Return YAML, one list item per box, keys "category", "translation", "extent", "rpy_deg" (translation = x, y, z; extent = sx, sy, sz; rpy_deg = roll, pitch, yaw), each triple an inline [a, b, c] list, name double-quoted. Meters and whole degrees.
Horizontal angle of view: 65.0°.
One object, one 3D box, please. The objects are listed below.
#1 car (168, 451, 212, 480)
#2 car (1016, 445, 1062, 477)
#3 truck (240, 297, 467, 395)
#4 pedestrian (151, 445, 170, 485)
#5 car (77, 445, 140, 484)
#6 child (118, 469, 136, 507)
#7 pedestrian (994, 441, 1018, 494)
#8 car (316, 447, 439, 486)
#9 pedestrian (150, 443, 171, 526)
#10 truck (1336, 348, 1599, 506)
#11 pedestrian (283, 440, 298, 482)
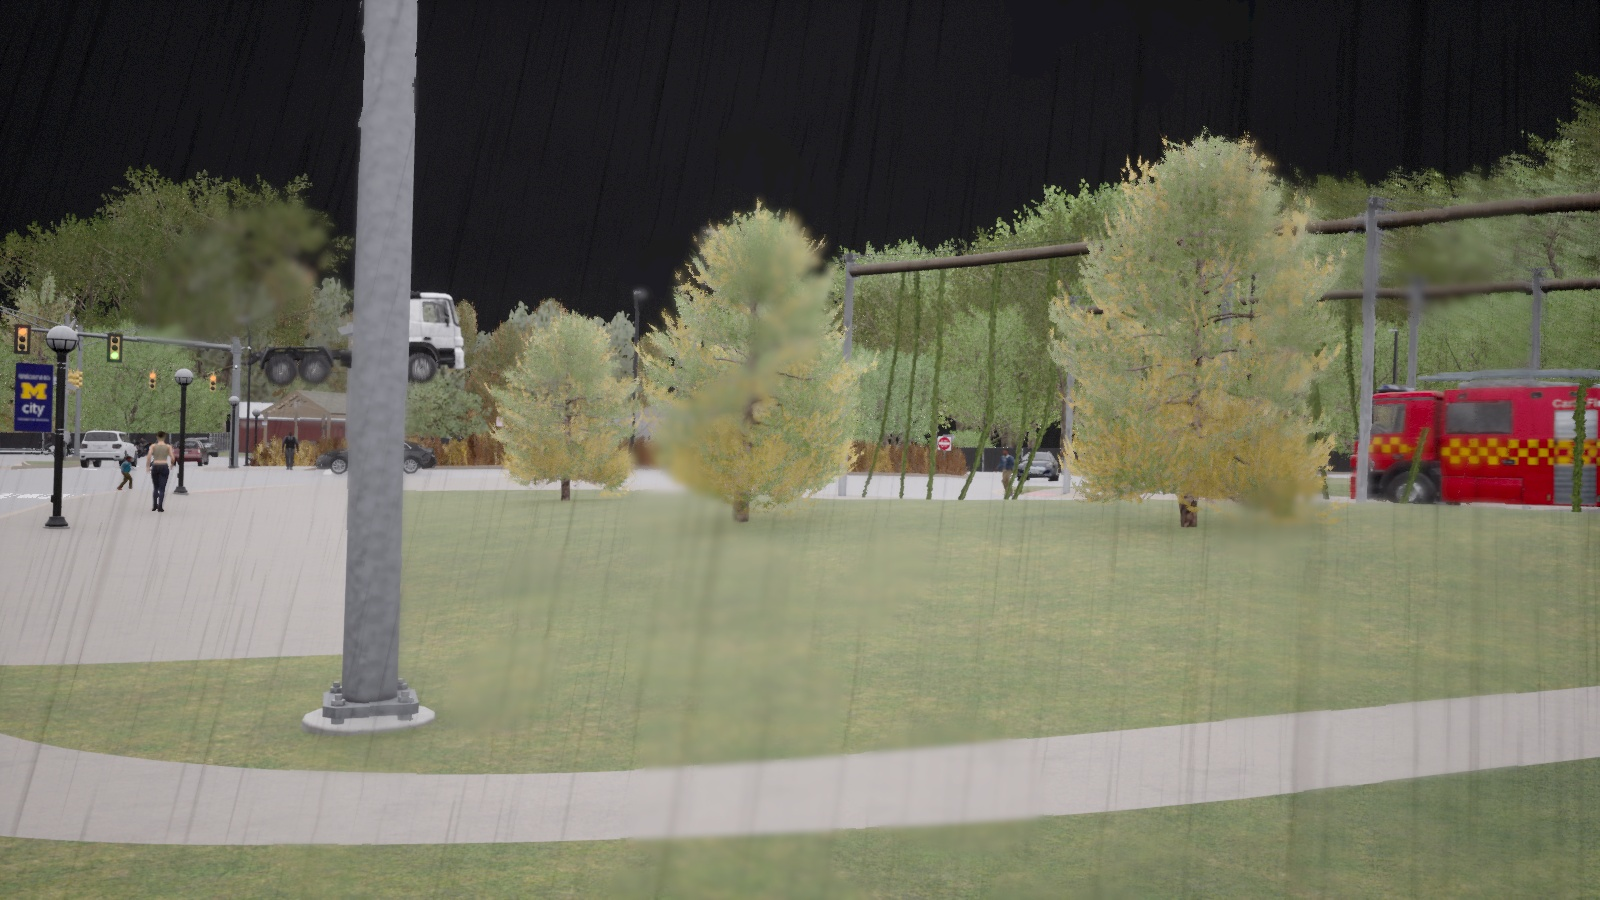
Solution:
- category: "car"
  translation: [-36.864, 0.900, 75.986]
  extent: [1.851, 1.617, 3.988]
  rpy_deg: [-1, 1, -19]
- category: "car"
  translation: [12.853, 0.582, 67.467]
  extent: [2.033, 1.649, 4.856]
  rpy_deg: [-1, -1, 15]
- category: "truck"
  translation: [-17.321, -4.057, 48.918]
  extent: [7.936, 3.462, 2.891]
  rpy_deg: [-4, 4, -22]
- category: "pedestrian"
  translation: [-29.459, 0.680, 57.860]
  extent: [0.694, 1.848, 0.540]
  rpy_deg: [1, 0, -16]
- category: "car"
  translation: [-38.547, 0.798, 70.136]
  extent: [2.150, 2.045, 5.566]
  rpy_deg: [-1, 0, -19]
- category: "child"
  translation: [-21.360, 1.197, 39.861]
  extent: [0.448, 1.192, 0.343]
  rpy_deg: [1, 0, -18]
- category: "pedestrian"
  translation: [7.621, 0.631, 46.424]
  extent: [0.788, 1.949, 0.423]
  rpy_deg: [0, 1, -34]
- category: "car"
  translation: [-18.054, 0.697, 53.746]
  extent: [4.892, 1.490, 1.837]
  rpy_deg: [-1, 1, -20]
- category: "pedestrian"
  translation: [-14.371, 0.767, 28.218]
  extent: [0.345, 1.836, 0.594]
  rpy_deg: [1, 0, -20]
- category: "truck"
  translation: [18.914, -0.522, 32.844]
  extent: [8.468, 3.827, 2.891]
  rpy_deg: [-1, -1, 43]
- category: "pedestrian"
  translation: [-23.604, 0.505, 58.140]
  extent: [0.563, 1.883, 0.849]
  rpy_deg: [1, 0, -18]
